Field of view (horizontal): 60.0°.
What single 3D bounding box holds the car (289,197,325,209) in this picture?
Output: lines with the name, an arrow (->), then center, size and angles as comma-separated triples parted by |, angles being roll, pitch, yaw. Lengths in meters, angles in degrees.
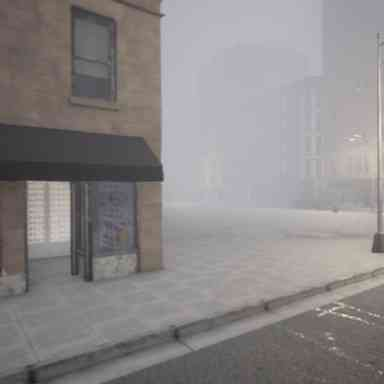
car -> 14.582, 1.376, 42.379 | 1.837, 1.490, 4.892 | -1, 0, -26
